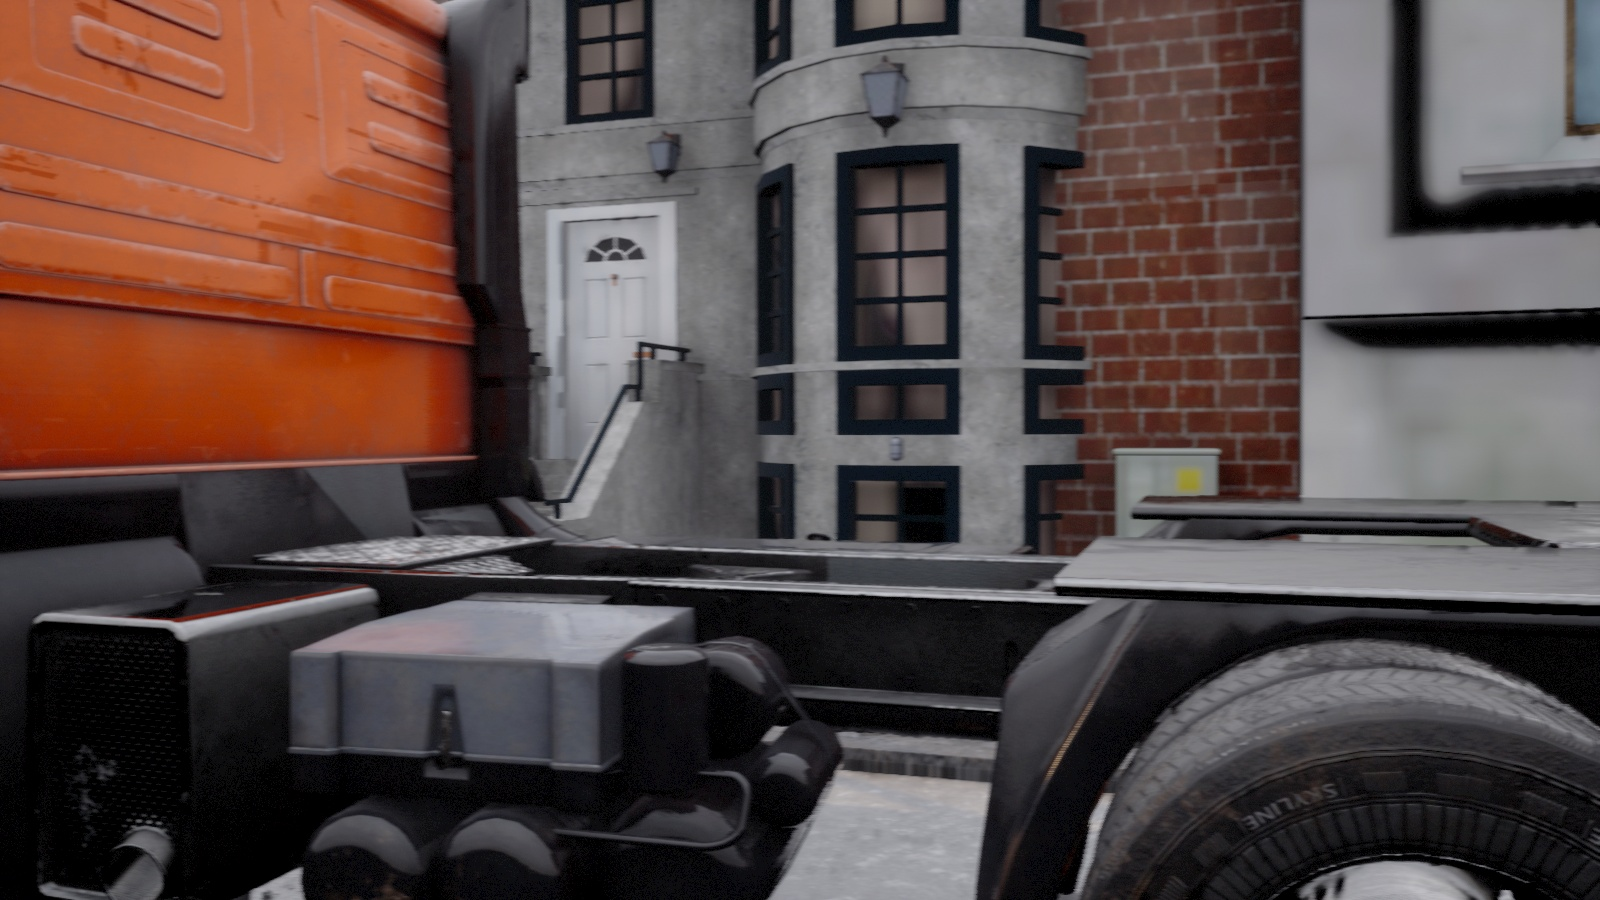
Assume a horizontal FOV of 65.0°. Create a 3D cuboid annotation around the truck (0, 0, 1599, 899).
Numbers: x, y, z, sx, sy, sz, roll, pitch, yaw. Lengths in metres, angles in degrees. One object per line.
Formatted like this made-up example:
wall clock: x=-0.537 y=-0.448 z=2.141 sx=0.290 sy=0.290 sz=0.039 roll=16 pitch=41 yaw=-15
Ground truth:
truck: x=-0.169 y=-0.216 z=3.766 sx=7.936 sy=3.462 sz=2.891 roll=1 pitch=1 yaw=19
